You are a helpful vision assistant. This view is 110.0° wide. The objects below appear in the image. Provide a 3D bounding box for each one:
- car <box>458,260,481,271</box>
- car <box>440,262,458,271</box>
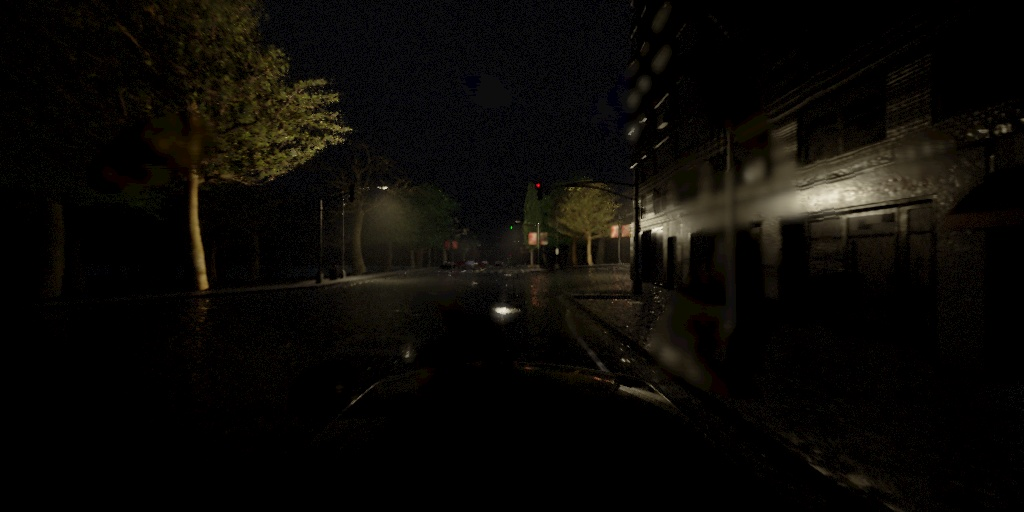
[{"bbox_3d":[-6.541,1.533,55.515,2.033,1.411,5.357,0,-1,1],"label":"car"},{"bbox_3d":[-9.793,1.584,55.295,1.895,1.301,4.718,0,-1,1],"label":"car"}]
